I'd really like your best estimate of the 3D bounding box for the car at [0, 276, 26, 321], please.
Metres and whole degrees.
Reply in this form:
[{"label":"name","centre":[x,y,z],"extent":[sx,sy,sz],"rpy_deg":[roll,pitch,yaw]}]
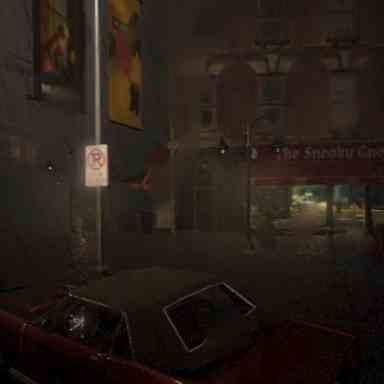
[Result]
[{"label":"car","centre":[-5.834,1.601,6.570],"extent":[4.674,1.452,2.002],"rpy_deg":[-1,0,25]}]
